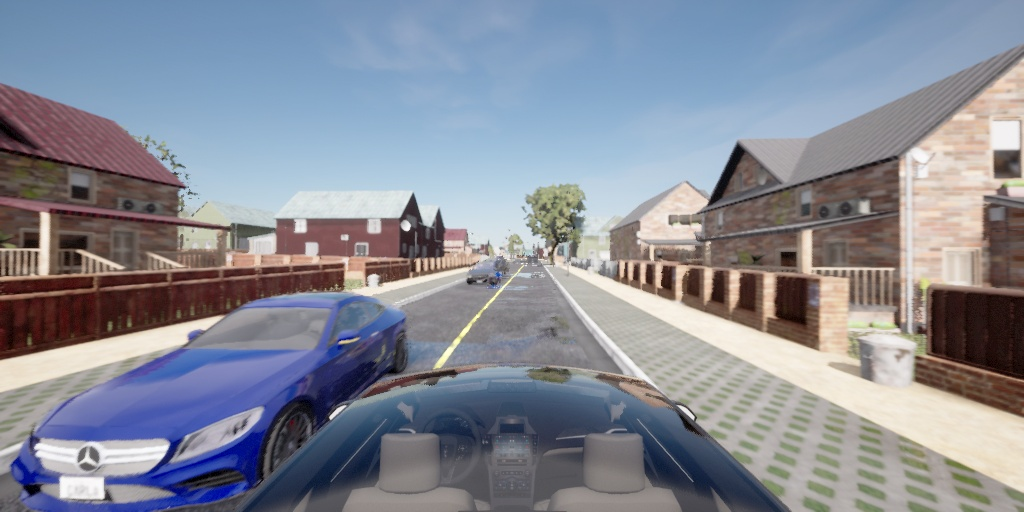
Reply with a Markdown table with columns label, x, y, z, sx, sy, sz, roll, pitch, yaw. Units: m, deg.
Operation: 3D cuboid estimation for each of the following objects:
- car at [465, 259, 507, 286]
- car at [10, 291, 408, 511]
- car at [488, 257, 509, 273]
| label | x | y | z | sx | sy | sz | roll | pitch | yaw |
| --- | --- | --- | --- | --- | --- | --- | --- | --- | --- |
| car | -1.748 | 1.130 | 24.079 | 2.033 | 1.411 | 5.357 | 0 | 0 | 4 |
| car | -2.750 | 1.242 | 4.666 | 1.812 | 1.442 | 4.674 | 0 | 0 | 1 |
| car | -1.338 | 0.755 | 29.619 | 1.994 | 1.385 | 4.181 | 0 | 0 | 4 |
